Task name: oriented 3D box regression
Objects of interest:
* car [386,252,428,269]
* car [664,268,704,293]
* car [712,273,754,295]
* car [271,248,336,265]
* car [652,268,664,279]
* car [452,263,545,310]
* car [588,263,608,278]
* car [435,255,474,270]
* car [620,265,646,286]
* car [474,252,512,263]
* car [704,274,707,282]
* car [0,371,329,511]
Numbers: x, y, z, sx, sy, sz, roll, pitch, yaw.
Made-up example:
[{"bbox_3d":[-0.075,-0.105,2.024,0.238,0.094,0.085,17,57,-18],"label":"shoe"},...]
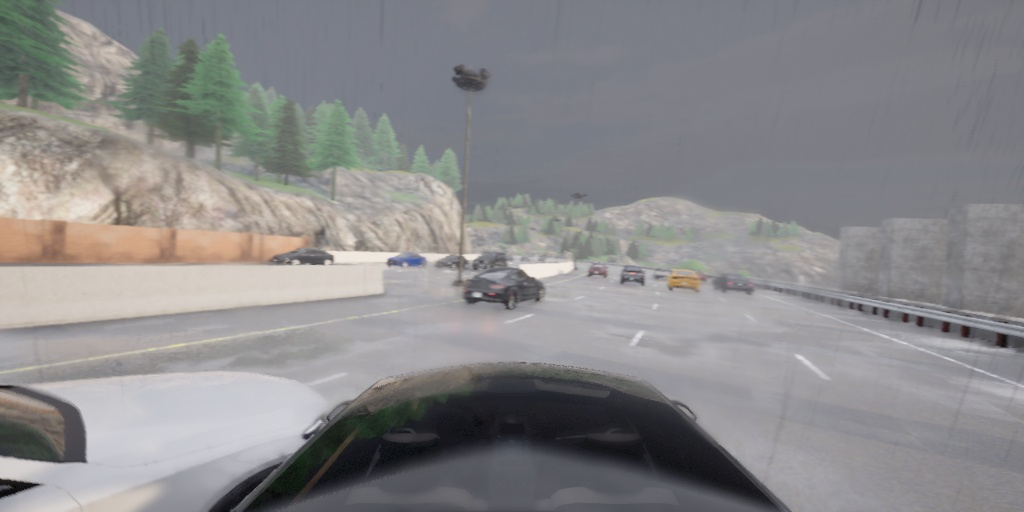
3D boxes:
[{"bbox_3d":[-10.334,0.392,35.577,1.882,1.535,5.008,4,0,20],"label":"car"},{"bbox_3d":[12.558,1.745,26.487,1.882,1.535,5.008,3,0,20],"label":"car"},{"bbox_3d":[16.425,2.029,26.805,2.033,1.411,5.357,3,0,20],"label":"car"},{"bbox_3d":[-16.703,0.113,28.970,1.837,1.490,4.892,4,0,23],"label":"car"},{"bbox_3d":[17.345,2.026,41.206,1.895,1.301,4.718,3,0,16],"label":"car"},{"bbox_3d":[-0.185,1.171,14.162,1.812,1.442,4.674,3,1,25],"label":"car"},{"bbox_3d":[9.269,1.517,38.561,1.812,1.442,4.674,3,0,17],"label":"car"},{"bbox_3d":[-6.100,0.647,37.099,1.837,1.490,4.892,4,0,19],"label":"car"},{"bbox_3d":[10.129,1.595,30.035,2.128,1.511,4.902,3,0,20],"label":"car"},{"bbox_3d":[-2.187,0.579,37.610,2.150,2.045,5.566,3,0,18],"label":"car"},{"bbox_3d":[20.997,2.193,41.375,1.994,1.385,4.181,3,1,16],"label":"car"},{"bbox_3d":[-2.944,1.114,1.116,1.812,1.442,4.674,3,0,29],"label":"car"}]
